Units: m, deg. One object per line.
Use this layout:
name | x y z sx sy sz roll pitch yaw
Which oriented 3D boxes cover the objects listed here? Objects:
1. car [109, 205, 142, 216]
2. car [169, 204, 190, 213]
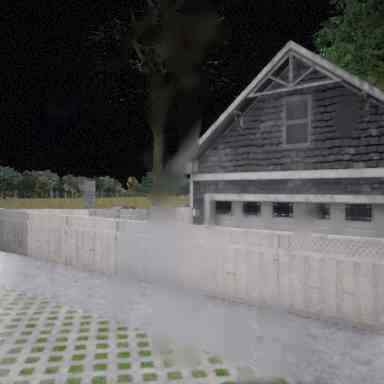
car | -6.309 1.859 29.098 1.994 1.385 4.181 0 -1 34
car | -0.641 2.033 37.152 1.895 1.301 4.718 0 -1 35
